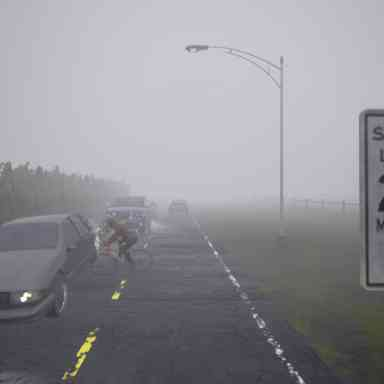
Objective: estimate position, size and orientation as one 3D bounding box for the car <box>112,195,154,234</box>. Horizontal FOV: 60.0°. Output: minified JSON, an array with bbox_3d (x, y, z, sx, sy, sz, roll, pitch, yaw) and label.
[{"bbox_3d":[-3.679,1.227,19.711,2.150,2.045,5.566,0,0,-2],"label":"car"}]

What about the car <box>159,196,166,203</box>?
[{"bbox_3d":[-5.591,1.517,62.841,1.837,1.490,4.892,0,0,-2],"label":"car"}]

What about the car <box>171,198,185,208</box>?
[{"bbox_3d":[-2.022,1.611,48.251,1.895,1.301,4.718,0,0,-3],"label":"car"}]

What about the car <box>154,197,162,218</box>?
[{"bbox_3d":[-4.128,1.498,30.233,2.128,1.511,4.902,0,0,-2],"label":"car"}]

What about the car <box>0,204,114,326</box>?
[{"bbox_3d":[-3.216,1.231,7.074,2.033,1.411,5.357,-3,4,-4],"label":"car"}]

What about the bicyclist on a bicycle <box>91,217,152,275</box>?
[{"bbox_3d":[-1.922,1.470,8.911,1.656,1.620,0.582,-5,11,-8],"label":"bicyclist on a bicycle"}]

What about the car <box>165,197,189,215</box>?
[{"bbox_3d":[-1.358,1.497,33.550,2.128,1.511,4.902,0,0,-3],"label":"car"}]
